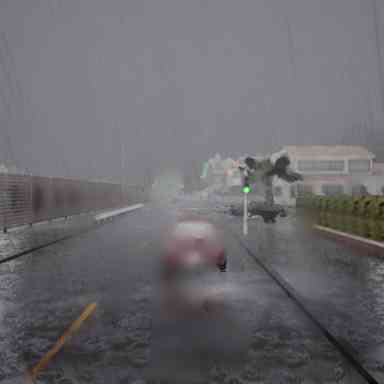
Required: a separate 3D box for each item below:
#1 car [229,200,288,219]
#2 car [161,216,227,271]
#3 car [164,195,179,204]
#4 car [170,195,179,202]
[{"bbox_3d":[5.567,1.470,27.784,4.892,1.490,1.837,0,-4,-12],"label":"car"},{"bbox_3d":[0.064,1.511,10.737,1.812,1.442,4.674,0,0,0],"label":"car"},{"bbox_3d":[-4.044,1.412,60.362,2.128,1.511,4.902,0,0,1],"label":"car"},{"bbox_3d":[-4.005,1.396,76.669,1.837,1.490,4.892,0,0,0],"label":"car"}]
